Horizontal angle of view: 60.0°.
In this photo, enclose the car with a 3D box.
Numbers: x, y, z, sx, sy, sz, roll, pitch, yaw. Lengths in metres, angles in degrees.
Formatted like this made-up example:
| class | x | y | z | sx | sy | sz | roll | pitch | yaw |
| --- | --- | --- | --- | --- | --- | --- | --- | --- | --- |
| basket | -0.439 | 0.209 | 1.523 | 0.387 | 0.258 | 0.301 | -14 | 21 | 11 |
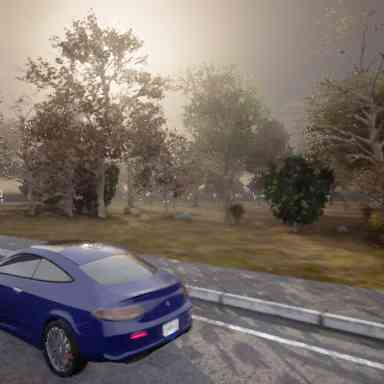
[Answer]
| class | x | y | z | sx | sy | sz | roll | pitch | yaw |
| --- | --- | --- | --- | --- | --- | --- | --- | --- | --- |
| car | -2.148 | 1.525 | 5.482 | 4.674 | 1.442 | 1.812 | 0 | 0 | 35 |
